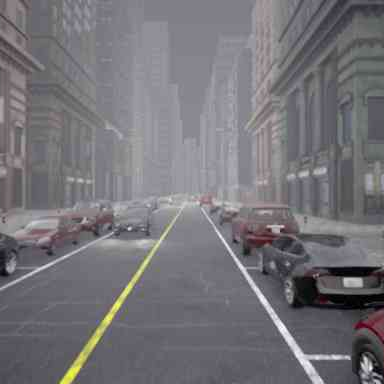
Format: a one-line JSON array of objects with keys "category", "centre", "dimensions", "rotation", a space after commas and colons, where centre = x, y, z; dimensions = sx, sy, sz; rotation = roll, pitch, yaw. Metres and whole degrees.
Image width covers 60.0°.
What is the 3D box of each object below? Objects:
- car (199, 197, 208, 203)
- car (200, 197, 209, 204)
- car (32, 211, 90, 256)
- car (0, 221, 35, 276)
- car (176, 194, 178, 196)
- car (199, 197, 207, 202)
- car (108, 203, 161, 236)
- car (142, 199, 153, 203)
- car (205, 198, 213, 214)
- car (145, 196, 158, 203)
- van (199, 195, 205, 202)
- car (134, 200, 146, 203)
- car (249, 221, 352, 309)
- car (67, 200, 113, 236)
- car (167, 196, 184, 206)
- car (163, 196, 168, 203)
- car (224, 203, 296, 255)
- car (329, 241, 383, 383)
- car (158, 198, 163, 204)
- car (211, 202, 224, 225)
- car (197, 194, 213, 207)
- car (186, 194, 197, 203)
[{"category": "car", "centre": [2.777, 1.896, 80.619], "dimensions": [1.887, 1.381, 4.507], "rotation": [0, 0, 0]}, {"category": "car", "centre": [2.776, 1.853, 75.186], "dimensions": [1.752, 1.417, 4.829], "rotation": [0, 0, 0]}, {"category": "car", "centre": [-5.758, 1.640, 13.390], "dimensions": [1.802, 1.307, 4.206], "rotation": [0, 0, 0]}, {"category": "car", "centre": [-5.759, 1.600, 7.789], "dimensions": [1.947, 1.339, 4.313], "rotation": [0, 0, 0]}, {"category": "car", "centre": [-5.747, 1.947, 91.815], "dimensions": [1.887, 1.381, 4.507], "rotation": [0, 0, 0]}, {"category": "car", "centre": [2.778, 1.921, 86.220], "dimensions": [1.887, 1.381, 4.507], "rotation": [0, 0, 0]}, {"category": "car", "centre": [-3.097, 1.586, 18.898], "dimensions": [1.837, 1.490, 4.892], "rotation": [0, 0, 0]}, {"category": "car", "centre": [-5.755, 1.720, 35.798], "dimensions": [1.947, 1.339, 4.313], "rotation": [0, 0, 0]}, {"category": "car", "centre": [2.770, 1.699, 35.802], "dimensions": [1.887, 1.381, 4.507], "rotation": [0, 0, 0]}, {"category": "car", "centre": [-5.754, 1.619, 41.400], "dimensions": [1.967, 1.590, 4.097], "rotation": [0, 0, 0]}, {"category": "van", "centre": [2.779, 1.743, 91.823], "dimensions": [1.690, 1.788, 3.998], "rotation": [0, 0, 0]}, {"category": "car", "centre": [-5.756, 1.681, 30.196], "dimensions": [2.008, 1.369, 4.403], "rotation": [0, 0, 0]}, {"category": "car", "centre": [2.767, 1.599, 7.791], "dimensions": [1.947, 1.339, 4.313], "rotation": [0, 0, 0]}, {"category": "car", "centre": [-5.756, 1.397, 18.993], "dimensions": [2.192, 1.841, 5.009], "rotation": [0, 0, 0]}, {"category": "car", "centre": [-3.032, 1.864, 60.786], "dimensions": [1.895, 1.301, 4.718], "rotation": [0, 0, 1]}, {"category": "car", "centre": [-5.750, 1.884, 69.408], "dimensions": [1.802, 1.307, 4.206], "rotation": [0, 0, 0]}, {"category": "car", "centre": [2.768, 1.372, 13.394], "dimensions": [2.192, 1.841, 5.009], "rotation": [0, 0, 0]}, {"category": "car", "centre": [2.766, 1.450, 2.190], "dimensions": [1.967, 1.590, 4.097], "rotation": [0, 0, 0]}, {"category": "car", "centre": [-5.752, 1.518, 47.002], "dimensions": [2.192, 1.841, 5.009], "rotation": [0, 0, 0]}, {"category": "car", "centre": [2.769, 1.656, 24.597], "dimensions": [2.008, 1.369, 4.403], "rotation": [0, 0, 0]}, {"category": "car", "centre": [2.402, 1.477, 57.524], "dimensions": [2.150, 2.045, 5.566], "rotation": [0, 0, 0]}, {"category": "car", "centre": [0.011, 1.762, 76.891], "dimensions": [1.994, 1.385, 4.181], "rotation": [0, 0, 0]}]
